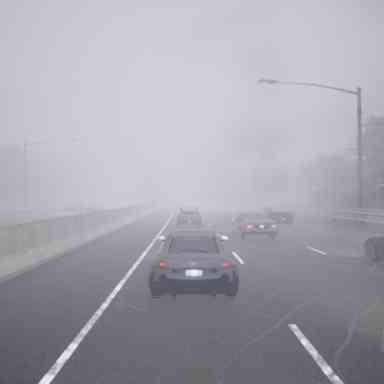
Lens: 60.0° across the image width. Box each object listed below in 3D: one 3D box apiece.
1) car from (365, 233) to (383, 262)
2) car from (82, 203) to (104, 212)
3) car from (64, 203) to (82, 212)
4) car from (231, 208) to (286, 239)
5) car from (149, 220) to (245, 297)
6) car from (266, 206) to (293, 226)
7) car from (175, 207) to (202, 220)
[{"bbox_3d":[7.028,1.631,9.844,1.812,1.442,4.674,0,-1,0],"label":"car"},{"bbox_3d":[-15.313,2.492,52.880,2.033,1.411,5.357,0,-1,-3],"label":"car"},{"bbox_3d":[-18.818,2.484,53.006,1.837,1.490,4.892,0,-1,-3],"label":"car"},{"bbox_3d":[3.400,1.806,18.892,2.033,1.411,5.357,0,-1,-1],"label":"car"},{"bbox_3d":[0.032,1.657,8.842,1.994,1.385,4.181,0,-1,0],"label":"car"},{"bbox_3d":[6.718,1.892,27.182,1.882,1.535,5.008,0,-1,-1],"label":"car"},{"bbox_3d":[-0.249,1.882,25.750,2.128,1.511,4.902,0,-1,-1],"label":"car"}]
